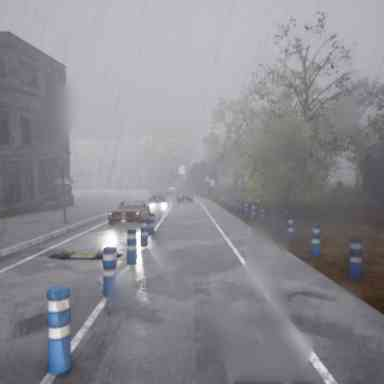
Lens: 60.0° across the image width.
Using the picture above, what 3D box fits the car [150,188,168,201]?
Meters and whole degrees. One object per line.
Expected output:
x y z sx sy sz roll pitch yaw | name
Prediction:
-4.489 0.459 42.830 1.895 1.301 4.718 -1 3 -8 | car

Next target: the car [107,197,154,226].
-3.626 1.173 19.714 1.895 1.301 4.718 0 1 -1 | car

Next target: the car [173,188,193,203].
-0.997 0.533 40.573 1.895 1.301 4.718 -1 3 -6 | car

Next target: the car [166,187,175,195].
-3.388 -0.132 52.507 1.812 1.442 4.674 -2 3 -16 | car
